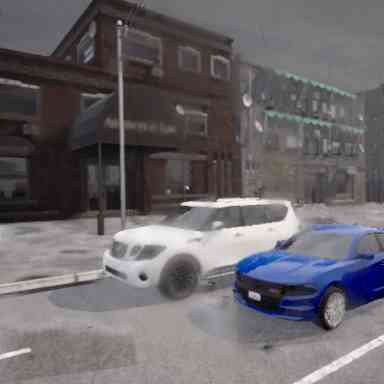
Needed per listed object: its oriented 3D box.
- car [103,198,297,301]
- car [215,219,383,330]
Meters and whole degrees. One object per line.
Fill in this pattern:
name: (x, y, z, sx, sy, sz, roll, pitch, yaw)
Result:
car: (0.579, 1.206, 8.696, 5.566, 2.045, 2.150, 0, 0, -36)
car: (3.062, 1.458, 7.047, 5.008, 1.535, 1.882, 0, 0, -36)
